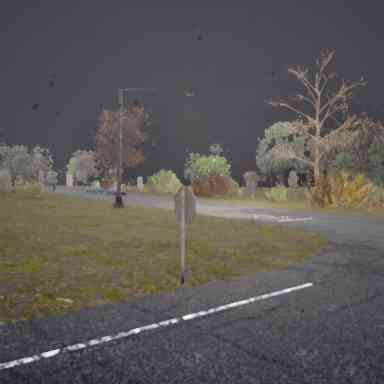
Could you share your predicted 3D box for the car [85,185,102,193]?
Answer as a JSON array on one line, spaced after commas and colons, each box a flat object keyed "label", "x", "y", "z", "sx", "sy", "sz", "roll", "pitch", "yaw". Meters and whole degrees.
[{"label": "car", "x": -17.565, "y": -0.508, "z": 59.928, "sx": 2.033, "sy": 1.411, "sz": 5.357, "roll": 0, "pitch": 2, "yaw": -36}]

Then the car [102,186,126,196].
[{"label": "car", "x": -11.971, "y": -0.183, "z": 52.136, "sx": 1.994, "sy": 1.385, "sz": 4.181, "roll": 0, "pitch": 2, "yaw": -36}]
